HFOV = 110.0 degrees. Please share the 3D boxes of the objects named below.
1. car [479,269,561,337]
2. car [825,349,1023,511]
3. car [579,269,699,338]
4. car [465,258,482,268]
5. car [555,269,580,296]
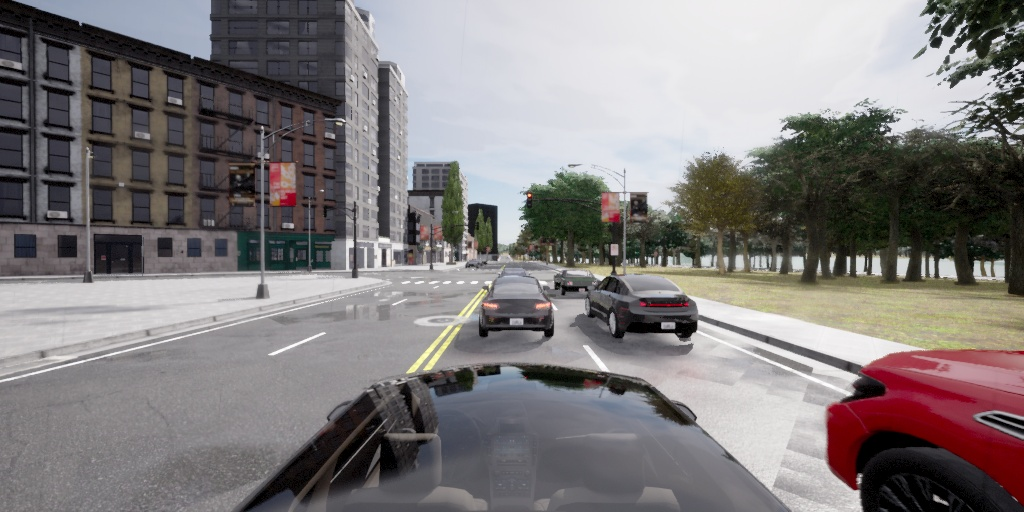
[{"bbox_3d":[0.114,1.274,10.163,1.812,1.442,4.674,0,0,0],"label":"car"},{"bbox_3d":[3.348,0.972,0.190,2.150,2.045,5.566,0,0,0],"label":"car"},{"bbox_3d":[3.360,1.253,10.127,1.837,1.490,4.892,0,0,0],"label":"car"},{"bbox_3d":[-6.502,1.297,59.173,1.994,1.385,4.181,0,0,0],"label":"car"},{"bbox_3d":[3.374,1.347,19.440,1.895,1.301,4.718,0,0,0],"label":"car"}]
